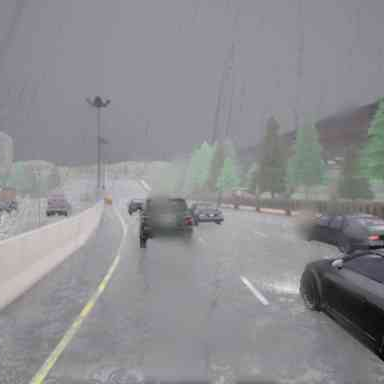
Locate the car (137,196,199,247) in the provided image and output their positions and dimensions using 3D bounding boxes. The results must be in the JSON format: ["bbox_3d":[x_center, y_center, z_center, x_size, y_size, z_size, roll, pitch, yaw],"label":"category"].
[{"bbox_3d":[-1.332,1.203,15.241,2.150,2.045,5.566,0,0,-9],"label":"car"}]

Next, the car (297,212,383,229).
[{"bbox_3d":[6.049,1.501,13.109,2.033,1.411,5.357,0,0,-8],"label":"car"}]

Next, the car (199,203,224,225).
[{"bbox_3d":[0.668,1.506,23.326,2.033,1.411,5.357,0,0,-13],"label":"car"}]

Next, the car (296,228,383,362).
[{"bbox_3d":[3.249,1.542,5.075,1.994,1.385,4.181,0,0,-3],"label":"car"}]

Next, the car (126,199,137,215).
[{"bbox_3d":[-5.596,1.473,34.131,1.837,1.490,4.892,0,1,-14],"label":"car"}]
